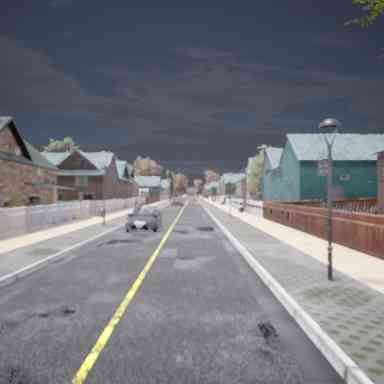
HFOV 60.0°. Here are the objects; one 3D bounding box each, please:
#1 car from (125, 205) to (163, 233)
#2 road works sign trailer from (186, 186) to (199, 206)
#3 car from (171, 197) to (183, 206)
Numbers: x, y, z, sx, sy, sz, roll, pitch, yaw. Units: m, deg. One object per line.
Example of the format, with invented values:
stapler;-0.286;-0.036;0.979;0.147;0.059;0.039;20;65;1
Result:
car;-2.836;1.603;20.436;2.128;1.511;4.902;0;0;0
road works sign trailer;0.039;0.769;60.831;2.380;3.560;2.880;0;0;0
car;-2.750;1.658;61.142;2.097;1.767;4.553;0;0;1
